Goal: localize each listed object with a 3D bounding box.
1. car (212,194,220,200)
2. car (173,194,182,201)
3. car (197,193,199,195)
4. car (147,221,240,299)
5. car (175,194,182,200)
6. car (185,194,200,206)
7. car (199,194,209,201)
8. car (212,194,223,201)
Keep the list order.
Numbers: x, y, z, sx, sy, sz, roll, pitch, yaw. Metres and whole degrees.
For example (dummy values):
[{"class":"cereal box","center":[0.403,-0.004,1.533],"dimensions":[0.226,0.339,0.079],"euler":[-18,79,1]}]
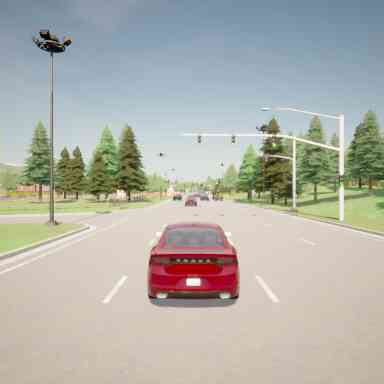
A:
[{"class":"car","center":[6.738,1.372,94.151],"dimensions":[2.033,1.411,5.357],"euler":[0,0,0]},{"class":"car","center":[-3.733,1.469,83.702],"dimensions":[1.882,1.535,5.008],"euler":[0,0,0]},{"class":"car","center":[3.238,1.357,94.141],"dimensions":[2.128,1.511,4.902],"euler":[0,0,0]},{"class":"car","center":[0.040,1.478,8.496],"dimensions":[1.882,1.535,5.008],"euler":[0,0,0]},{"class":"car","center":[-3.762,1.310,94.121],"dimensions":[1.882,1.535,5.008],"euler":[0,0,0]},{"class":"car","center":[-0.147,1.525,53.098],"dimensions":[1.812,1.442,4.674],"euler":[0,0,0]},{"class":"car","center":[3.266,1.516,84.138],"dimensions":[1.812,1.442,4.674],"euler":[0,0,0]},{"class":"car","center":[6.767,1.516,83.731],"dimensions":[2.128,1.511,4.902],"euler":[0,0,0]}]
